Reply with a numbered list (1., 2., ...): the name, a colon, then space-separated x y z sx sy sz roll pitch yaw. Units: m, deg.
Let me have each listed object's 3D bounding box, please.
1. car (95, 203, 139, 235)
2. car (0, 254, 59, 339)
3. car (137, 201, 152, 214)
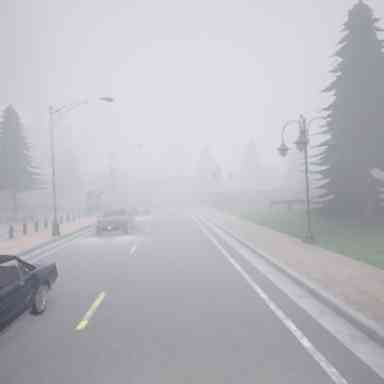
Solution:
1. car: -4.736 1.733 20.858 1.837 1.490 4.892 -3 0 -3
2. car: -3.770 1.782 5.137 1.895 1.301 4.718 -3 0 -4
3. car: -5.734 1.810 38.644 2.128 1.511 4.902 -3 0 -4
